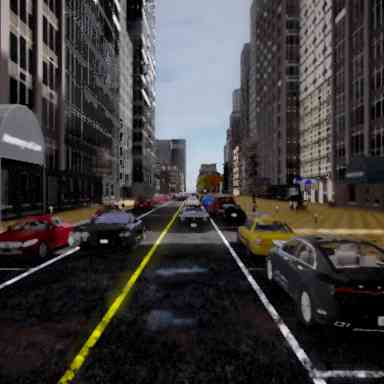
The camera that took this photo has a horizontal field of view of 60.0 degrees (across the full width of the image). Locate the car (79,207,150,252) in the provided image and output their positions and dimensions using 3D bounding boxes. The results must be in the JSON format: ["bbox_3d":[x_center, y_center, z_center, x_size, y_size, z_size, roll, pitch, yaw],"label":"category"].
[{"bbox_3d":[-3.092,1.528,13.648,1.994,1.385,4.181,0,0,0],"label":"car"}]

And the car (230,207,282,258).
[{"bbox_3d":[2.694,1.493,12.468,1.752,1.417,4.829,0,0,0],"label":"car"}]

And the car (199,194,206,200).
[{"bbox_3d":[2.693,1.298,84.478,1.752,1.417,4.829,0,0,0],"label":"car"}]

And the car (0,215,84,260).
[{"bbox_3d":[-5.686,1.549,12.298,1.802,1.307,4.206,0,0,0],"label":"car"}]

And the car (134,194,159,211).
[{"bbox_3d":[-5.685,1.208,39.993,2.192,1.841,5.009,0,0,0],"label":"car"}]

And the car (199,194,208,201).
[{"bbox_3d":[2.694,1.229,78.769,1.967,1.590,4.097,0,0,0],"label":"car"}]

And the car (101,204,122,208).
[{"bbox_3d":[-5.686,1.520,23.376,1.802,1.307,4.206,0,0,0],"label":"car"}]

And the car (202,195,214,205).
[{"bbox_3d":[2.694,1.289,56.612,1.967,1.590,4.097,0,0,0],"label":"car"}]

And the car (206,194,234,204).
[{"bbox_3d":[2.695,1.239,28.915,2.192,1.841,5.009,0,0,0],"label":"car"}]

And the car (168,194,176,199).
[{"bbox_3d":[-5.687,1.287,95.386,1.887,1.381,4.507,0,0,0],"label":"car"}]

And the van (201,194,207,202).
[{"bbox_3d":[2.695,1.205,51.072,1.690,1.788,3.998,0,0,0],"label":"van"}]

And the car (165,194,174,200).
[{"bbox_3d":[-5.687,1.324,84.308,2.008,1.369,4.403,0,0,0],"label":"car"}]

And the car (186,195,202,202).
[{"bbox_3d":[0.101,1.402,46.430,1.812,1.442,4.674,0,0,0],"label":"car"}]

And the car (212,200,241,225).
[{"bbox_3d":[2.694,1.505,23.377,1.947,1.339,4.313,0,0,0],"label":"car"}]

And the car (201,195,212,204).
[{"bbox_3d":[2.694,1.359,62.321,1.752,1.417,4.829,0,0,0],"label":"car"}]

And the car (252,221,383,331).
[{"bbox_3d":[2.694,1.533,6.759,2.008,1.369,4.403,0,0,0],"label":"car"}]

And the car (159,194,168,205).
[{"bbox_3d":[-5.687,1.393,56.612,1.887,1.381,4.507,0,0,0],"label":"car"}]

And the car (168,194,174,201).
[{"bbox_3d":[-5.687,1.348,73.229,1.887,1.381,4.507,0,0,0],"label":"car"}]

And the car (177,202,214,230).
[{"bbox_3d":[0.101,1.547,20.670,1.895,1.301,4.718,0,0,0],"label":"car"}]
